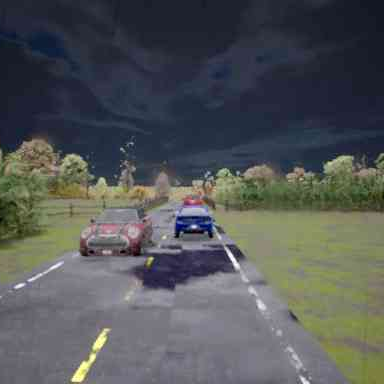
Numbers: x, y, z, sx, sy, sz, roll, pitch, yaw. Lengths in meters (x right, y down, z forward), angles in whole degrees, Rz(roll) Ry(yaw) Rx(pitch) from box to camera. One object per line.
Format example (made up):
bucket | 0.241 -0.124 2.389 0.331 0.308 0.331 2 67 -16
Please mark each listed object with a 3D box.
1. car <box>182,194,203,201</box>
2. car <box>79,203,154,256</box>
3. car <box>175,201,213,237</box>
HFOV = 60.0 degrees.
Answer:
car | 0.090 1.242 37.586 2.150 2.045 5.566 0 0 0
car | -2.754 1.360 13.023 2.097 1.767 4.553 0 0 0
car | 0.095 1.488 18.170 1.882 1.535 5.008 0 0 0
